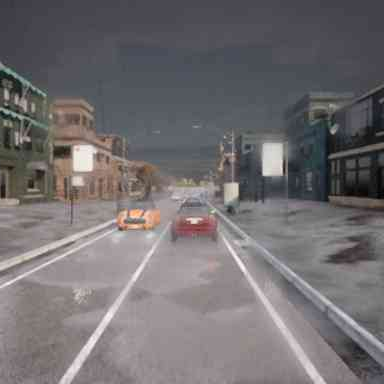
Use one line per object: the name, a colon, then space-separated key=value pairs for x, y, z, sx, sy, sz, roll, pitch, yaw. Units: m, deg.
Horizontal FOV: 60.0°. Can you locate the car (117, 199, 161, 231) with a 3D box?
car: x=-3.094 y=1.285 z=20.195 sx=2.097 sy=1.767 sz=4.553 roll=0 pitch=0 yaw=0

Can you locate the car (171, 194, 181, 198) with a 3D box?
car: x=-3.008 y=1.028 z=62.302 sx=1.812 sy=1.442 sz=4.674 roll=0 pitch=1 yaw=0

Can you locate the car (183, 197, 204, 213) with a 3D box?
car: x=0.106 y=1.350 z=35.119 sx=2.033 sy=1.411 sz=5.357 roll=0 pitch=1 yaw=0

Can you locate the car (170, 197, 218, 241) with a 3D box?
car: x=0.103 y=1.308 z=16.571 sx=2.097 sy=1.767 sz=4.553 roll=0 pitch=0 yaw=0
